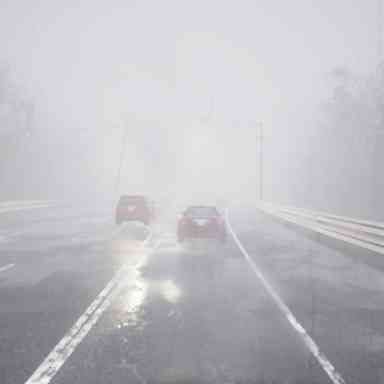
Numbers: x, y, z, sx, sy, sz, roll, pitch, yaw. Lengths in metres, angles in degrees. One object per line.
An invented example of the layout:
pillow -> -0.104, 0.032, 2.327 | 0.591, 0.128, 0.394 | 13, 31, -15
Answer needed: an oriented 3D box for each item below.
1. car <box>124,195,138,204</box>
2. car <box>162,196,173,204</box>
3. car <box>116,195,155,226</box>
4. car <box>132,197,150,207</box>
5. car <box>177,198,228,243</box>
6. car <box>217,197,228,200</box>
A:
car -> -11.632, 1.435, 64.168 | 1.882, 1.535, 5.008 | 0, 0, -1
car -> -4.594, 1.491, 62.254 | 1.837, 1.490, 4.892 | 0, 0, -1
car -> -3.888, 1.208, 23.498 | 2.150, 2.045, 5.566 | 0, 0, -1
car -> -7.905, 1.519, 51.945 | 2.033, 1.411, 5.357 | 0, 0, -1
car -> 0.509, 1.354, 16.186 | 2.097, 1.767, 4.553 | 0, 0, 3
car -> 4.950, 1.619, 55.760 | 1.837, 1.490, 4.892 | 0, -1, 10
